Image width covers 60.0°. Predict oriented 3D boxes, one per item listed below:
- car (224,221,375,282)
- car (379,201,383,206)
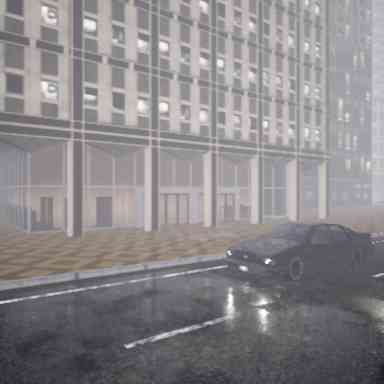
[{"bbox_3d":[3.513,1.619,10.184,5.357,1.411,2.033,1,0,-36],"label":"car"},{"bbox_3d":[36.284,1.853,60.083,1.887,1.381,4.507,0,0,-34],"label":"car"}]
